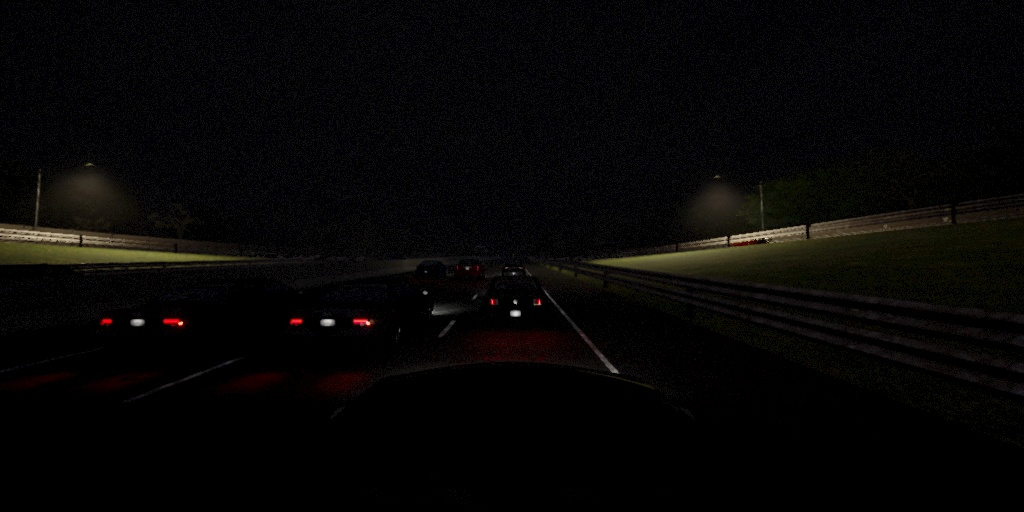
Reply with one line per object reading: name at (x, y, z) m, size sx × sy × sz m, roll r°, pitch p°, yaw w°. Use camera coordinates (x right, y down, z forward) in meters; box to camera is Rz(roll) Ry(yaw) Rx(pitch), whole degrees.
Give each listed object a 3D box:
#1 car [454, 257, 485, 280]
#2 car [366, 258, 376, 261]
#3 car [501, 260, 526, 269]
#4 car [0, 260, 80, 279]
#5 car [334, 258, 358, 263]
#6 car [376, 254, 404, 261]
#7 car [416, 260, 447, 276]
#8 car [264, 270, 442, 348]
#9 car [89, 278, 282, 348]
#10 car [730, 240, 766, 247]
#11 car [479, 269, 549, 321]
car at (-3.377, 0.967, 29.246) m, size 2.097 × 1.767 × 4.553 m, roll 0°, pitch 0°, yaw 0°
car at (-21.007, 0.985, 54.621) m, size 1.882 × 1.535 × 5.008 m, roll 0°, pitch 0°, yaw 1°
car at (0.124, 1.106, 29.455) m, size 2.128 × 1.511 × 4.902 m, roll 0°, pitch 0°, yaw 0°
car at (-17.591, 1.050, 12.149) m, size 2.097 × 1.767 × 4.553 m, roll 0°, pitch 0°, yaw 0°
car at (-24.506, 1.061, 52.853) m, size 2.033 × 1.411 × 5.357 m, roll 0°, pitch 0°, yaw 1°
car at (-17.521, 0.736, 52.783) m, size 2.150 × 2.045 × 5.566 m, roll 0°, pitch 0°, yaw 0°
car at (-6.874, 1.084, 31.091) m, size 1.882 × 1.535 × 5.008 m, roll 0°, pitch 0°, yaw 0°
car at (-3.395, 1.261, 9.118) m, size 2.033 × 1.411 × 5.357 m, roll 0°, pitch 0°, yaw 0°
car at (-6.895, 1.261, 9.115) m, size 2.033 × 1.411 × 5.357 m, roll 0°, pitch 0°, yaw 0°
car at (31.719, -1.641, 48.629) m, size 1.882 × 1.535 × 5.008 m, roll 0°, pitch -3°, yaw -10°
car at (0.107, 1.299, 12.204) m, size 1.895 × 1.301 × 4.718 m, roll 0°, pitch 0°, yaw 0°
